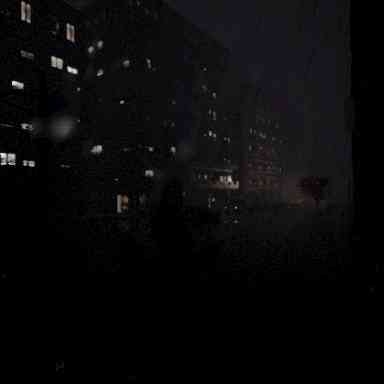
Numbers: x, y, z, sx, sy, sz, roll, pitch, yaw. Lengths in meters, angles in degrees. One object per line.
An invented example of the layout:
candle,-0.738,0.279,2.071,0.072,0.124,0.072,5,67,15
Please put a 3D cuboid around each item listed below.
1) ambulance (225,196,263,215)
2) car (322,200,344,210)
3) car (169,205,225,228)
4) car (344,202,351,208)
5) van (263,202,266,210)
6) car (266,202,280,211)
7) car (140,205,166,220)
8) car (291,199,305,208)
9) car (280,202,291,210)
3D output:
ambulance,6.506,1.692,43.505,2.351,2.431,6.366,-1,-1,35
car,26.285,2.587,61.912,1.947,1.339,4.313,-2,-2,35
car,0.370,1.755,24.888,1.967,1.590,4.097,-2,-2,35
car,32.764,2.749,71.169,2.008,1.369,4.403,-2,-2,35
van,9.752,2.180,52.796,1.690,1.788,3.998,-2,-2,35
car,12.992,2.368,57.422,1.967,1.590,4.097,-2,-2,35
car,-3.301,2.008,34.138,1.752,1.417,4.829,-2,-2,35
car,22.708,2.508,71.311,2.192,1.841,5.009,-2,-2,35
car,16.232,2.560,62.048,1.887,1.381,4.507,-2,-2,35
